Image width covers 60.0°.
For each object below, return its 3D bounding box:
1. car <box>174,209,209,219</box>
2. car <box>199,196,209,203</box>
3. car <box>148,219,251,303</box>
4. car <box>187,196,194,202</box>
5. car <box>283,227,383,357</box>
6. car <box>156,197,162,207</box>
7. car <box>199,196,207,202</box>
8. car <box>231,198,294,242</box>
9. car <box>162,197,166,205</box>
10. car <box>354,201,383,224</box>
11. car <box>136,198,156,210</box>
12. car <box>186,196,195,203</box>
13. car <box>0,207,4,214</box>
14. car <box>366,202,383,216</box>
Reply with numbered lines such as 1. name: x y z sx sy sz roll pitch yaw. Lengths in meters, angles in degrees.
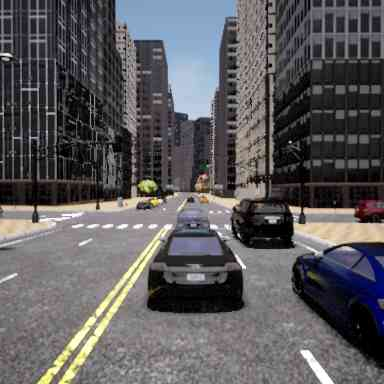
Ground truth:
1. car: -0.015 1.643 18.289 2.033 1.411 5.357 0 0 -2
2. car: 2.957 1.845 78.264 1.882 1.535 5.008 0 0 0
3. car: 0.066 1.608 8.377 1.994 1.385 4.181 0 0 0
4. car: -0.335 1.898 89.088 1.882 1.535 5.008 0 0 0
5. car: 3.336 1.596 6.093 1.994 1.385 4.181 0 0 -1
6. car: -6.796 1.759 56.728 1.882 1.535 5.008 0 0 0
7. car: 2.917 1.751 88.682 1.837 1.490 4.892 0 0 0
8. car: 3.298 1.310 16.465 2.150 2.045 5.566 0 0 -1
9. car: -6.778 1.850 66.177 1.812 1.442 4.674 0 0 0
10. car: 16.098 1.676 27.524 5.009 1.841 2.192 0 0 1
11. car: -6.770 1.805 47.799 1.994 1.385 4.181 0 0 0
12. car: -0.297 1.879 79.028 1.837 1.490 4.892 0 0 0
13. car: -19.917 1.523 30.572 4.892 1.490 1.837 1 1 1
14. car: 21.676 1.847 35.831 4.829 1.417 1.752 0 0 1
